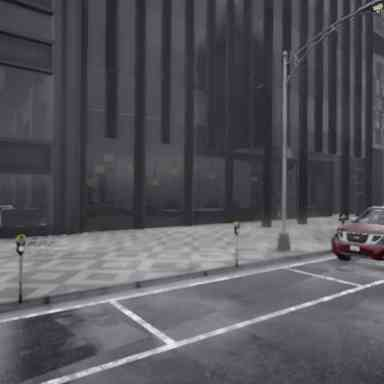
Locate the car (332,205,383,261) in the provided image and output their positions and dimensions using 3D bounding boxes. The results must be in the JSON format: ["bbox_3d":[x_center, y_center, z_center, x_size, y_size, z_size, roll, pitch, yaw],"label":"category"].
[{"bbox_3d":[6.949,1.395,11.465,5.009,1.841,2.192,0,0,-35],"label":"car"}]
